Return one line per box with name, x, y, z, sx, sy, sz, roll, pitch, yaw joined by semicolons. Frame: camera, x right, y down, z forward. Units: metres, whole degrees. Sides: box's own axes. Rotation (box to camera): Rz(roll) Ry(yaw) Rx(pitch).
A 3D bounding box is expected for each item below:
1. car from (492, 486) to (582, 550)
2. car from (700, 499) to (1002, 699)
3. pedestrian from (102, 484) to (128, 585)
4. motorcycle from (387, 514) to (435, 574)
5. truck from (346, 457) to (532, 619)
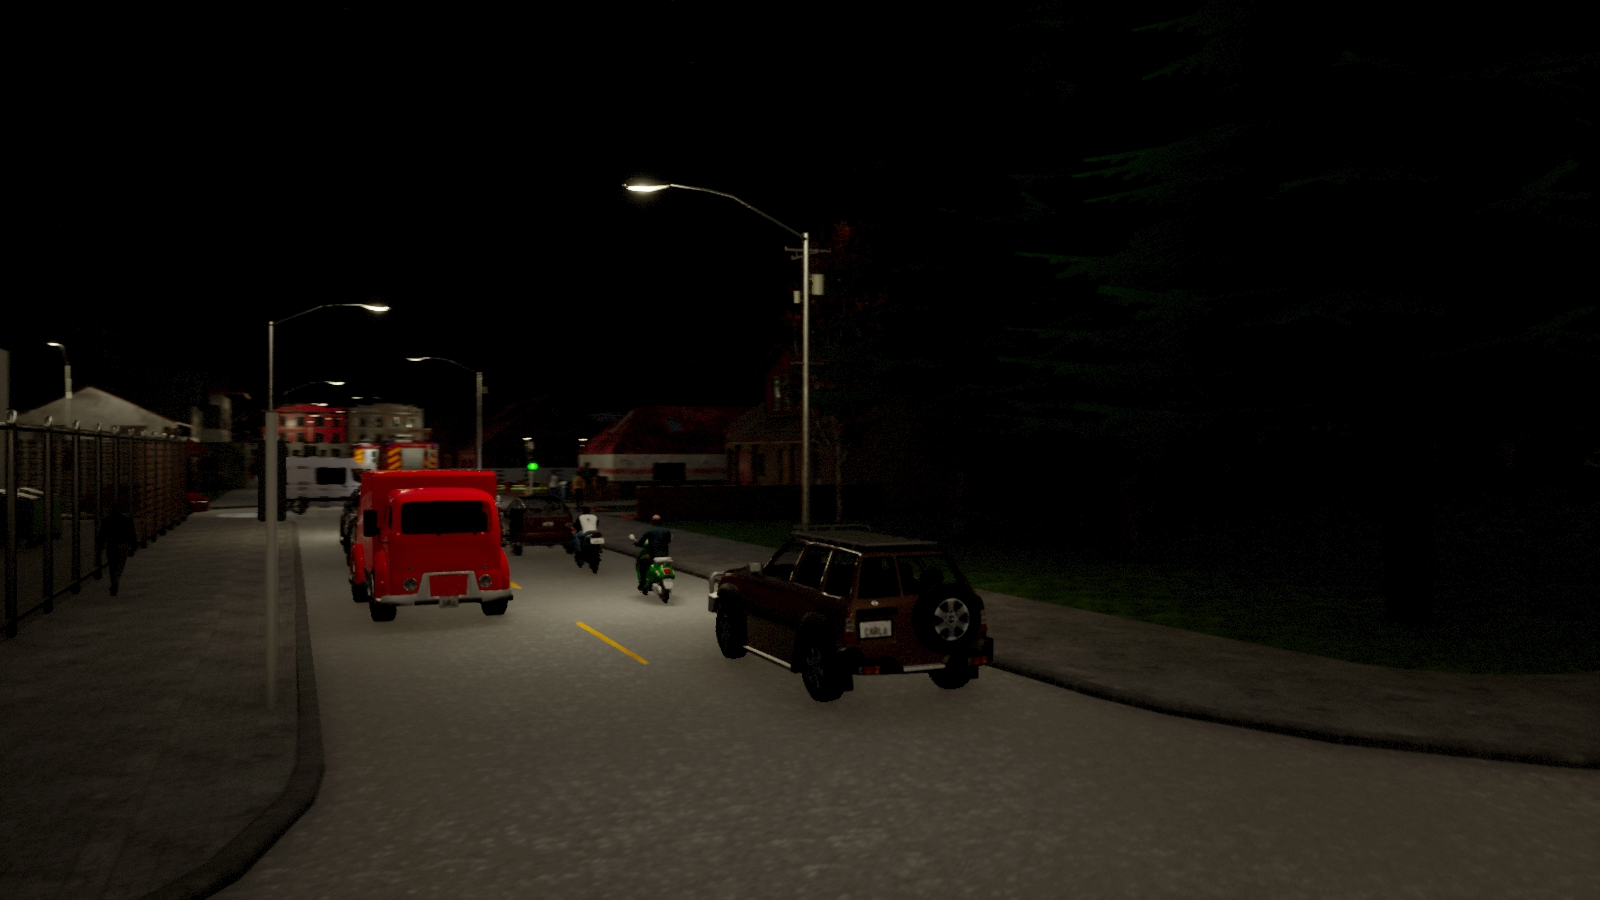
car;-7.472;1.859;32.191;1.789;1.549;3.705;0;0;-24
car;0.419;1.666;14.405;1.932;1.855;4.605;0;0;-24
pedestrian;-12.777;1.566;21.307;0.375;1.860;0.375;0;0;-24
motorcycle;-8.567;2.037;25.139;0.803;1.145;2.033;0;0;-24
truck;-6.654;1.384;20.593;2.627;2.467;5.204;0;0;-24
